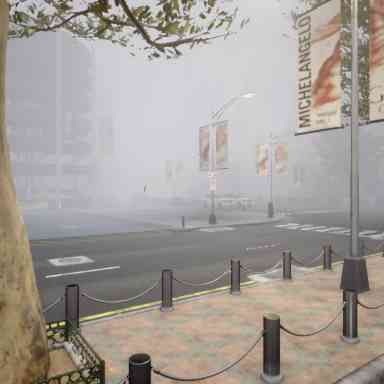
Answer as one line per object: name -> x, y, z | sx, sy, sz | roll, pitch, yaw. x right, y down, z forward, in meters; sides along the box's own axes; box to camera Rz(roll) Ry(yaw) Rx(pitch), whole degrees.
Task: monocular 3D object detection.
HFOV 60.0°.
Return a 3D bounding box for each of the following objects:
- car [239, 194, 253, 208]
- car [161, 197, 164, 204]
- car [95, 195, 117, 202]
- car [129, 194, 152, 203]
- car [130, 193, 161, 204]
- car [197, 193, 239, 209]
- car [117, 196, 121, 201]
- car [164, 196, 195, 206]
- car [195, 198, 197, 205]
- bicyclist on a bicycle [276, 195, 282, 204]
car -> 6.425, 1.221, 48.576 | 2.150, 2.045, 5.566 | 0, 0, -35
car -> -5.765, 1.601, 63.974 | 4.718, 1.301, 1.895 | 0, 0, 43
car -> -20.478, 1.450, 76.304 | 4.892, 1.490, 1.837 | 0, 0, 12
car -> -11.237, 1.355, 72.586 | 4.553, 1.767, 2.097 | 0, 0, 26
car -> -9.088, 1.221, 62.283 | 5.566, 2.045, 2.150 | 0, 0, 40
car -> 3.569, 1.221, 46.552 | 2.150, 2.045, 5.566 | 0, 0, -35
car -> -19.513, 1.418, 79.668 | 5.008, 1.535, 1.882 | 0, 0, 12
car -> -2.147, 1.505, 54.463 | 1.837, 1.490, 4.892 | 0, 0, -37
car -> 0.715, 1.601, 56.502 | 1.895, 1.301, 4.718 | 0, 0, -37
bicyclist on a bicycle -> 15.736, 1.301, 60.476 | 1.656, 1.620, 0.582 | 0, 0, -36
